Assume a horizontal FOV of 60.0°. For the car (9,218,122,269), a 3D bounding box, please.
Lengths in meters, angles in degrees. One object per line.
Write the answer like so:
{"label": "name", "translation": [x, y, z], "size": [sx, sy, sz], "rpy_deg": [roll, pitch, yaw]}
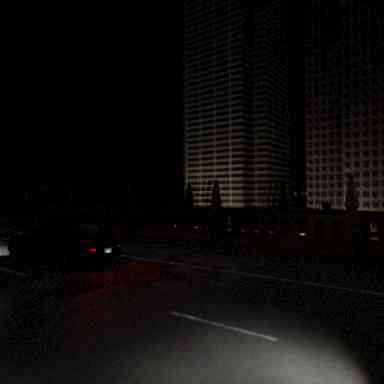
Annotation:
{"label": "car", "translation": [-4.423, 1.620, 11.444], "size": [4.674, 1.442, 1.812], "rpy_deg": [-1, 0, 35]}
